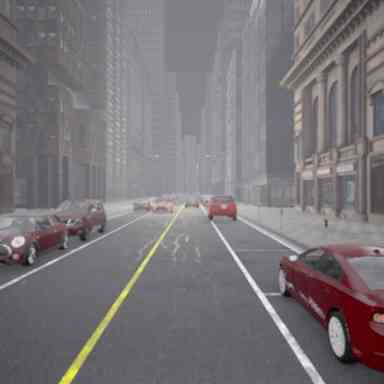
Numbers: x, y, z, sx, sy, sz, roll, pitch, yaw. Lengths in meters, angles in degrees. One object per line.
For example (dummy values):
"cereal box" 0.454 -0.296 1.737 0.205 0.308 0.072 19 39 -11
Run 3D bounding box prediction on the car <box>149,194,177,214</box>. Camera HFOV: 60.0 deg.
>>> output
"car" -3.091 1.377 36.126 2.097 1.767 4.553 0 0 0

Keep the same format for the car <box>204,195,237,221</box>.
"car" 2.396 1.246 27.448 2.150 2.045 5.566 0 0 0

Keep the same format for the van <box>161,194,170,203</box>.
"van" -5.754 1.396 72.944 1.690 1.788 3.998 0 0 0

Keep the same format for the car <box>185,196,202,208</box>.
"car" 0.019 1.599 47.941 1.994 1.385 4.181 0 0 0

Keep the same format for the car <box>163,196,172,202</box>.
"car" -5.754 1.641 78.545 1.802 1.307 4.206 0 0 0

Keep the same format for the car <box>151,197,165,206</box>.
"car" -5.756 1.586 56.138 1.887 1.381 4.507 0 0 0

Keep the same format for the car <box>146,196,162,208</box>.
"car" -5.756 1.477 50.536 1.967 1.590 4.097 0 0 0

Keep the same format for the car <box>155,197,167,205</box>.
"car" -5.755 1.590 61.740 1.887 1.381 4.507 0 0 0

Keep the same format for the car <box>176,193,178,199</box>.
"car" -5.753 1.514 95.350 1.967 1.590 4.097 0 0 0

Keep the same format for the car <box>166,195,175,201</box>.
"car" -5.754 1.635 89.749 1.947 1.339 4.313 0 0 0

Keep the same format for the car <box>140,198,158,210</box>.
"car" -5.756 1.557 44.764 1.752 1.417 4.829 0 0 0

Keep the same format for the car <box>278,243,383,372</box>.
"car" 2.766 1.548 5.727 1.887 1.381 4.507 0 0 0

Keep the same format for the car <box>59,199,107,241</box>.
"car" -5.758 1.326 16.926 2.192 1.841 5.009 0 0 0

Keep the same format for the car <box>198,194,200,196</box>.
"car" 2.771 1.599 72.953 1.887 1.381 4.507 0 0 0

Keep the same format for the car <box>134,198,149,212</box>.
"car" -5.757 1.610 39.332 1.802 1.307 4.206 0 0 0

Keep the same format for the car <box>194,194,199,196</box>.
"car" 0.005 1.659 67.781 1.895 1.301 4.718 0 0 0

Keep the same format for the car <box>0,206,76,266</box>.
"car" -5.758 1.448 11.324 1.967 1.590 4.097 0 0 0
